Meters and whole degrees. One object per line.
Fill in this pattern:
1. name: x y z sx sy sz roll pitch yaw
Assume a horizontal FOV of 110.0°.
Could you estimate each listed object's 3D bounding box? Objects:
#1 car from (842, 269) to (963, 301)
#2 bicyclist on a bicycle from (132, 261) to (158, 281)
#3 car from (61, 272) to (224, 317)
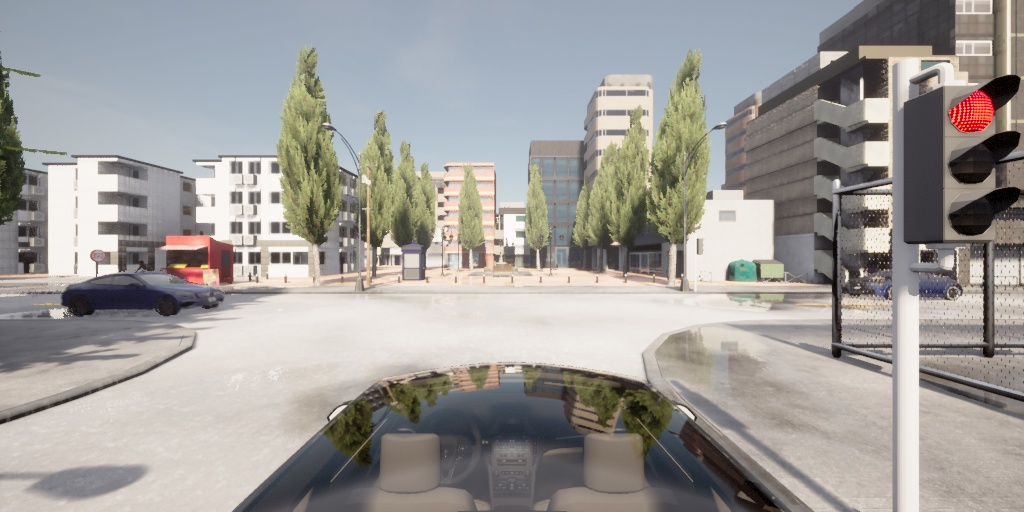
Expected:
1. car: 18.210 1.314 16.853 4.181 1.385 1.994 0 0 0
2. bicyclist on a bicycle: -21.561 1.099 21.015 0.582 1.620 1.656 0 0 0
3. car: -12.905 1.276 12.643 4.674 1.442 1.812 0 0 0
